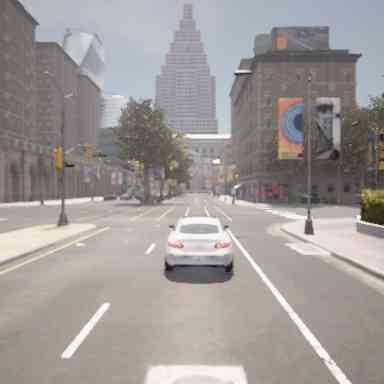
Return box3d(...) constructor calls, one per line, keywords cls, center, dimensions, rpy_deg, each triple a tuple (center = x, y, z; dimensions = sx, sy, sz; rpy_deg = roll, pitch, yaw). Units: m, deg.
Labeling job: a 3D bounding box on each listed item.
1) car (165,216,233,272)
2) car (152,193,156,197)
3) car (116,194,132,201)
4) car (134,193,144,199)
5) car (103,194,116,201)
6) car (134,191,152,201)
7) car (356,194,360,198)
box3d(cls="car", center=(0.215, 1.465, 10.423), dimensions=(1.812, 1.442, 4.674), rpy_deg=(0, 0, 1))
box3d(cls="car", center=(-10.250, 1.030, 86.281), dimensions=(1.994, 1.385, 4.181), rpy_deg=(0, 0, 1))
box3d(cls="car", center=(-13.978, 1.100, 70.762), dimensions=(2.033, 1.411, 5.357), rpy_deg=(0, 0, 1))
box3d(cls="car", center=(-13.750, 1.023, 86.327), dimensions=(1.994, 1.385, 4.181), rpy_deg=(0, 0, 1))
box3d(cls="car", center=(-17.238, 1.152, 70.107), dimensions=(1.895, 1.301, 4.718), rpy_deg=(0, 0, 1))
box3d(cls="car", center=(-10.478, 0.793, 70.689), dimensions=(2.150, 2.045, 5.566), rpy_deg=(0, 0, 1))
box3d(cls="car", center=(35.472, 1.145, 70.728), dimensions=(2.231, 1.521, 4.892), rpy_deg=(0, 0, 1))
